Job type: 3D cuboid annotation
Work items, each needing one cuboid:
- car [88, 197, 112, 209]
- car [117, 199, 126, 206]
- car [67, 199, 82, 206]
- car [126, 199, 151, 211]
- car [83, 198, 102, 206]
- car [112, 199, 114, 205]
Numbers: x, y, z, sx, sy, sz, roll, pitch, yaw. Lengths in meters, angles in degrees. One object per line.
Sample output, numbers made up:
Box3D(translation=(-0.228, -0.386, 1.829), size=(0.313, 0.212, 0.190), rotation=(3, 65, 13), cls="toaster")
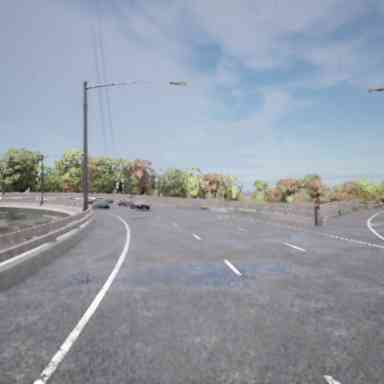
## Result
Box3D(translation=(-14.787, 1.987, 53.352), size=(1.994, 1.385, 4.181), rotation=(0, 0, -30), cls="car")
Box3D(translation=(-12.151, 2.009, 62.356), size=(2.033, 1.411, 5.357), rotation=(0, 0, -36), cls="car")
Box3D(translation=(-23.628, 2.111, 66.183), size=(1.994, 1.385, 4.181), rotation=(0, 0, -41), cls="car")
Box3D(translation=(-7.531, 1.940, 47.434), size=(1.895, 1.301, 4.718), rotation=(0, 0, -26), cls="car")
Box3D(translation=(-20.316, 2.024, 67.656), size=(1.882, 1.535, 5.008), rotation=(0, 0, -39), cls="car")
Box3D(translation=(-18.344, 1.909, 70.787), size=(2.128, 1.511, 4.902), rotation=(0, 0, -41), cls="car")
